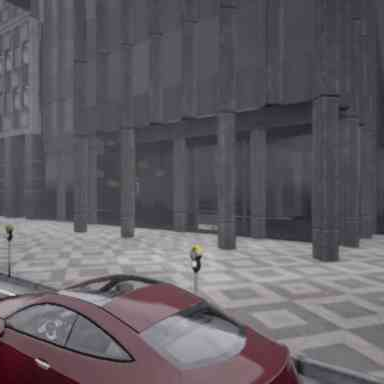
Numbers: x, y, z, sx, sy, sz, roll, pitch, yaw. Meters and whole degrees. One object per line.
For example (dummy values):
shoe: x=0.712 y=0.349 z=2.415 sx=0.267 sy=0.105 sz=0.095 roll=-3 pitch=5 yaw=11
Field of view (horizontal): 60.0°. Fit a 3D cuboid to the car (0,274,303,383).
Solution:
car: x=-0.994 y=1.582 z=3.556 sx=4.206 sy=1.307 sz=1.802 roll=0 pitch=0 yaw=36
